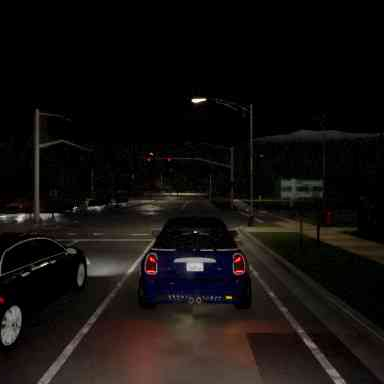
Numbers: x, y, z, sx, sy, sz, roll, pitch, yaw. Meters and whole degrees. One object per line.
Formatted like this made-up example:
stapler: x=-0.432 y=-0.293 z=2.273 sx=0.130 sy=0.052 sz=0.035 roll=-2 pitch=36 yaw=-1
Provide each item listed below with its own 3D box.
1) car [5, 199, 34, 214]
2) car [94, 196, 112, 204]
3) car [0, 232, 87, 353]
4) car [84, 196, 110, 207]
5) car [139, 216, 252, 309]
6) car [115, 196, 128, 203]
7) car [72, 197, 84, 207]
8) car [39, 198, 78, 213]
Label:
car: x=-18.320 y=1.477 z=36.303 sx=1.882 sy=1.535 sz=5.008 roll=0 pitch=0 yaw=1
car: x=-17.765 y=1.515 z=66.658 sx=2.128 sy=1.511 sz=4.902 roll=0 pitch=0 yaw=1
car: x=-3.443 y=1.505 z=6.120 sx=1.837 sy=1.490 sz=4.892 roll=0 pitch=0 yaw=0
car: x=-14.577 y=1.547 z=51.859 sx=2.033 sy=1.411 sz=5.357 roll=0 pitch=0 yaw=1
car: x=0.067 y=1.352 z=8.026 sx=2.097 sy=1.767 sz=4.553 roll=0 pitch=0 yaw=0
car: x=-14.245 y=1.525 z=67.850 sx=1.812 sy=1.442 sz=4.674 roll=0 pitch=0 yaw=1
car: x=-18.069 y=1.489 z=52.182 sx=2.128 sy=1.511 sz=4.902 roll=0 pitch=0 yaw=1
car: x=-14.809 y=1.601 z=36.989 sx=1.895 sy=1.301 sz=4.718 roll=0 pitch=0 yaw=1
